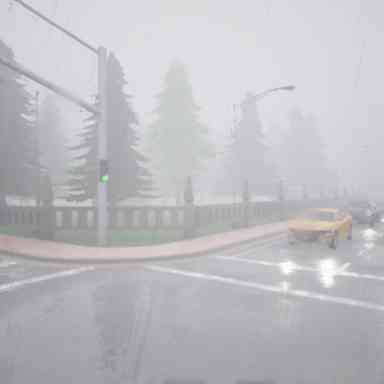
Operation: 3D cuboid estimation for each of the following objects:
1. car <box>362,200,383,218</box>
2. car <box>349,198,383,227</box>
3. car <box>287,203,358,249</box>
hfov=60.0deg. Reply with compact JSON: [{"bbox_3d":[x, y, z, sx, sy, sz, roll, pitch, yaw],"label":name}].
[{"bbox_3d":[17.679,1.553,31.517,2.033,1.411,5.357,0,0,36],"label":"car"},{"bbox_3d":[11.705,1.357,23.163,2.097,1.767,4.553,0,0,36],"label":"car"},{"bbox_3d":[5.845,1.482,14.962,1.882,1.535,5.008,0,0,36],"label":"car"}]
